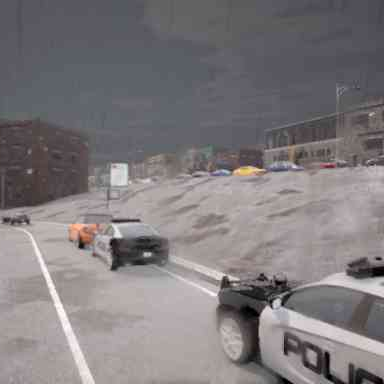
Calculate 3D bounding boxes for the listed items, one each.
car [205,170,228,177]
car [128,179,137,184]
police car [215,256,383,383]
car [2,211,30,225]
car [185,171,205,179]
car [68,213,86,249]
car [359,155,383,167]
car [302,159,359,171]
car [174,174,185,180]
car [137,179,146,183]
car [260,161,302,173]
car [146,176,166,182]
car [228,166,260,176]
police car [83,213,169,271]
[{"bbox_3d":[4.207,-2.329,45.252,2.002,1.452,4.674,2,-1,-30],"label":"car"},{"bbox_3d":[-11.949,-2.186,74.231,2.185,1.767,4.553,2,-1,-29],"label":"car"},{"bbox_3d":[2.060,1.579,3.822,1.930,1.638,5.238,2,-2,-28],"label":"police car"},{"bbox_3d":[-19.298,2.861,36.480,1.812,1.442,4.674,2,-4,-44],"label":"car"},{"bbox_3d":[1.426,-2.343,50.053,2.231,1.521,4.892,2,-1,-29],"label":"car"},{"bbox_3d":[-5.318,1.904,17.869,2.097,1.767,4.553,2,-2,-28],"label":"car"},{"bbox_3d":[16.424,-2.381,26.579,2.002,1.452,4.674,2,-1,-35],"label":"car"},{"bbox_3d":[13.258,-2.383,31.101,2.163,1.488,4.792,2,-1,-34],"label":"car"},{"bbox_3d":[-1.252,-2.297,54.879,2.231,1.521,4.892,2,-1,-29],"label":"car"},{"bbox_3d":[-9.205,-2.082,69.260,2.002,1.452,4.674,2,-1,-29],"label":"car"},{"bbox_3d":[10.067,-2.526,35.858,2.185,1.767,4.553,2,-1,-32],"label":"car"},{"bbox_3d":[-6.545,-2.307,64.456,2.185,1.767,4.553,2,-1,-29],"label":"car"},{"bbox_3d":[7.092,-2.386,40.513,2.097,1.535,5.008,2,-1,-31],"label":"car"},{"bbox_3d":[-2.591,1.815,12.676,1.930,1.638,5.238,2,-2,-28],"label":"police car"}]
